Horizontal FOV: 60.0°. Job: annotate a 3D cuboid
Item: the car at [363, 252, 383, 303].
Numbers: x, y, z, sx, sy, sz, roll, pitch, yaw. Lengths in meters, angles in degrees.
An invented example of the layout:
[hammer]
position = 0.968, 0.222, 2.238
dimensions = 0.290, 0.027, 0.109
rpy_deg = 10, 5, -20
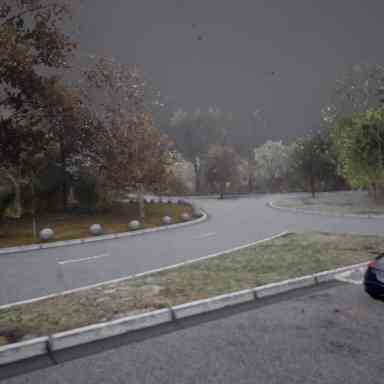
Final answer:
[car]
position = 5.447, 1.491, 6.812
dimensions = 4.181, 1.385, 1.994
rpy_deg = -1, 1, -32
